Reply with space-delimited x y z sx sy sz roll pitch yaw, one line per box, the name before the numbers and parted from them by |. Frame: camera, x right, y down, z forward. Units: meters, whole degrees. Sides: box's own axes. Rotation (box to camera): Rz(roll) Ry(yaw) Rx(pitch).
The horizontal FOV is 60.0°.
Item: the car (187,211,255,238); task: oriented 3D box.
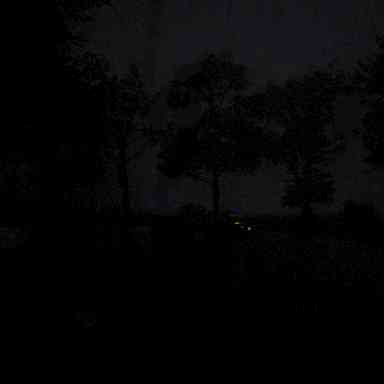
car | 1.643 1.843 19.907 1.812 1.442 4.674 1 -2 -40
